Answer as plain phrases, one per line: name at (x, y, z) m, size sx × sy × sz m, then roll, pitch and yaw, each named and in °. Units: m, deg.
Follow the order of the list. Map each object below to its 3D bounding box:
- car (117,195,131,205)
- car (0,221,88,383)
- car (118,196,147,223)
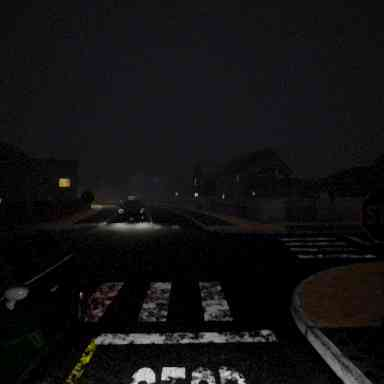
car at (-12.535, 1.463, 61.094) m, size 2.097 × 1.767 × 4.553 m, roll 0°, pitch 0°, yaw -18°
car at (-2.820, 1.350, 3.888) m, size 2.097 × 1.767 × 4.553 m, roll 0°, pitch 0°, yaw -1°
car at (-4.688, 1.400, 26.421) m, size 2.097 × 1.767 × 4.553 m, roll 0°, pitch 0°, yaw -7°
